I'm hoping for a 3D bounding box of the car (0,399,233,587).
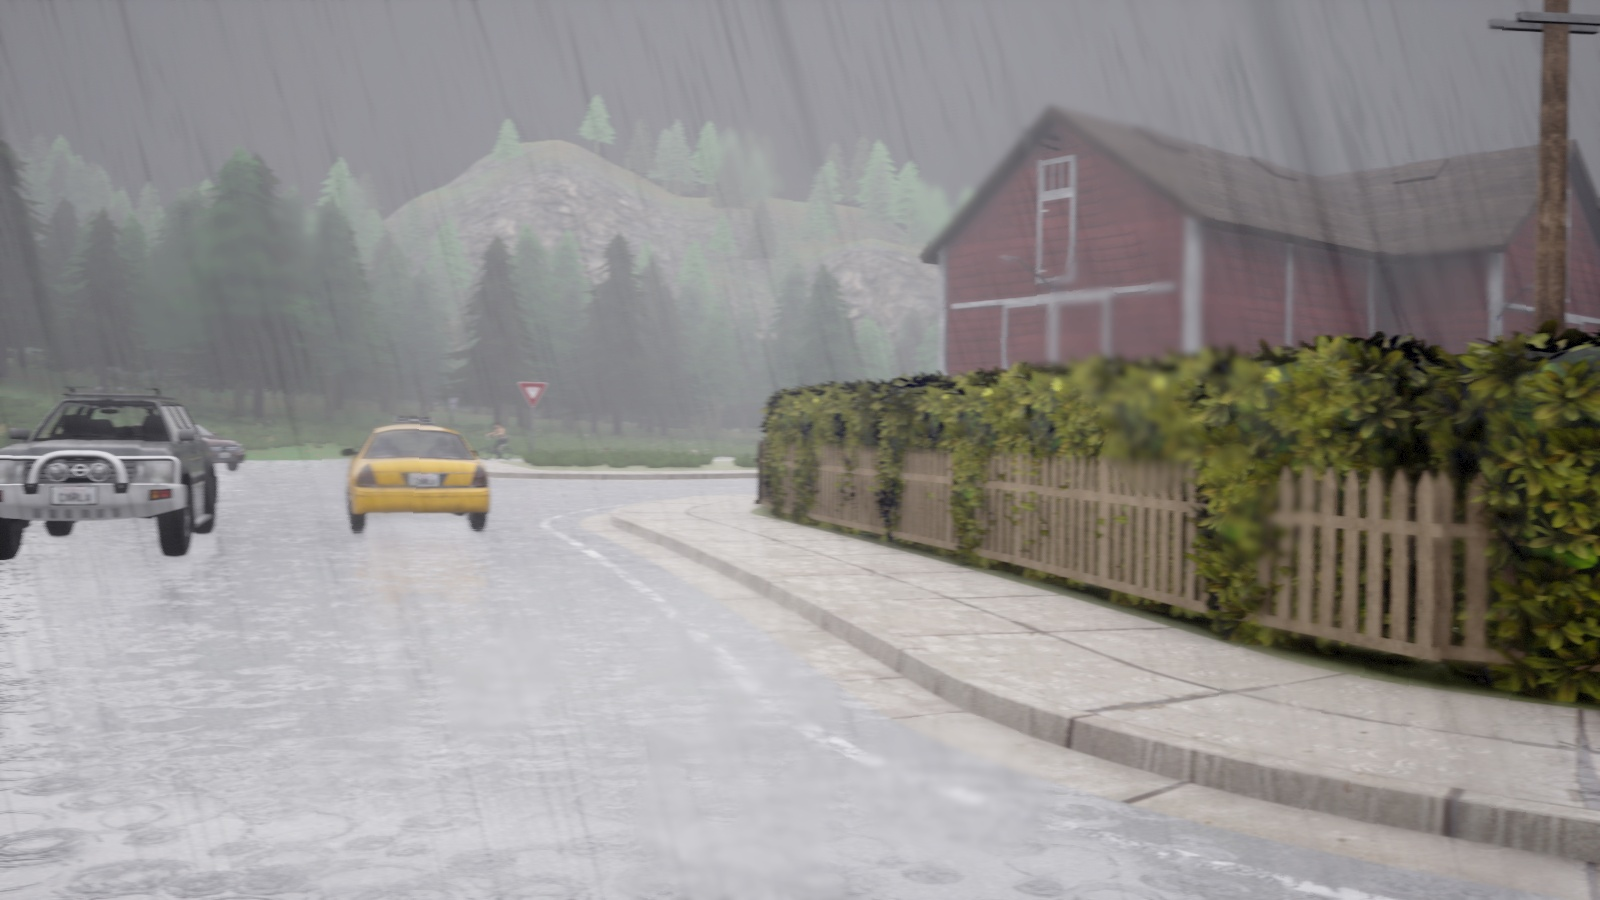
[{"bbox_3d":[-7.971,0.375,14.830,1.932,1.855,4.605,-1,1,-20],"label":"car"}]

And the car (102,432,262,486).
[{"bbox_3d":[-17.726,0.260,35.951,4.674,1.442,1.812,-1,1,30],"label":"car"}]

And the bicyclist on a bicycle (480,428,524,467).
[{"bbox_3d":[-12.455,-0.107,52.497,1.509,1.612,0.866,-1,1,-39],"label":"bicyclist on a bicycle"}]

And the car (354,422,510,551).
[{"bbox_3d":[-5.503,0.404,18.306,1.801,1.575,5.366,-1,1,-20],"label":"car"}]
